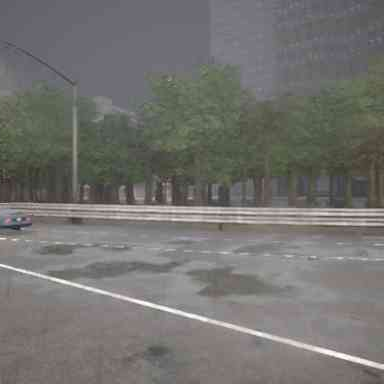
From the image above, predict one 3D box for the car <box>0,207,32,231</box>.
[{"bbox_3d":[-11.656,1.547,19.050,5.357,1.411,2.033,0,0,24],"label":"car"}]
